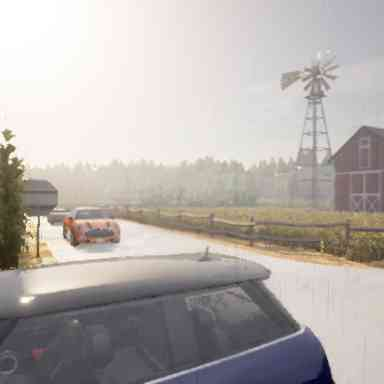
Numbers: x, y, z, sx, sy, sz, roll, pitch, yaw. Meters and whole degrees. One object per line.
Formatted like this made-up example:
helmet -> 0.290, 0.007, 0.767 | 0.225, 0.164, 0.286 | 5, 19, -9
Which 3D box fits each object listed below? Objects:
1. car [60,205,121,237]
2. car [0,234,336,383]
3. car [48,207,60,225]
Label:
car -> -5.017, 1.551, 16.436 | 2.097, 1.767, 4.553 | 1, -1, -28
car -> -1.090, 1.378, 2.421 | 4.553, 1.767, 2.097 | 1, -1, -30
car -> -10.735, 1.918, 27.378 | 1.895, 1.301, 4.718 | 1, -1, -27
